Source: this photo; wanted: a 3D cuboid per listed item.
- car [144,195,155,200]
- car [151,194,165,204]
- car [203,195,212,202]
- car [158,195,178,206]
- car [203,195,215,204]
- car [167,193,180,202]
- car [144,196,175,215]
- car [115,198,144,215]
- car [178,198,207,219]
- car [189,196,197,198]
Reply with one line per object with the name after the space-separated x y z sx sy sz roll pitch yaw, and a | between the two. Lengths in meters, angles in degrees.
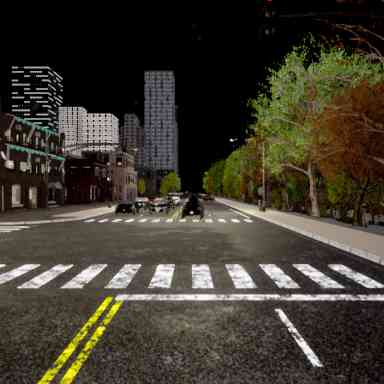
-6.504 1.476 42.832 2.128 1.511 4.902 0 0 0 | car
-6.425 1.327 62.643 2.097 1.767 4.553 0 0 1 | car
3.399 1.446 74.284 1.882 1.535 5.008 0 0 0 | car
-3.244 1.489 44.504 1.837 1.490 4.892 0 0 0 | car
3.480 1.466 64.015 2.128 1.511 4.902 0 0 0 | car
-3.206 1.200 55.229 2.150 2.045 5.566 0 0 1 | car
-3.272 1.480 34.262 2.128 1.511 4.902 0 0 0 | car
-6.524 1.553 33.955 1.994 1.385 4.181 0 0 0 | car
0.110 1.516 29.370 1.812 1.442 4.674 0 0 3 | car
0.230 1.479 64.336 1.837 1.490 4.892 0 0 0 | car
